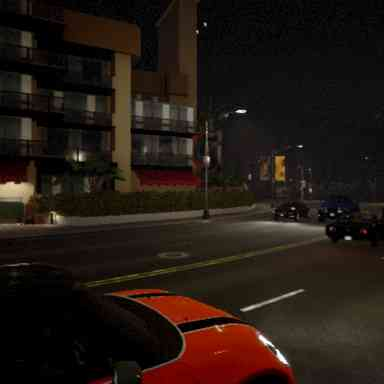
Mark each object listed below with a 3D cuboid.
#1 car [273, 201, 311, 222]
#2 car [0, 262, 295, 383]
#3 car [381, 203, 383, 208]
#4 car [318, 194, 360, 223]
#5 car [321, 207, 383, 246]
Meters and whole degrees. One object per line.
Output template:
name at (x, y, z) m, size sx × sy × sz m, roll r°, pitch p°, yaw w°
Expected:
car at (8.098, 1.498, 26.773) m, size 1.837 × 1.490 × 4.892 m, roll 0°, pitch 0°, yaw 35°
car at (-1.289, 1.349, 2.381) m, size 4.553 × 1.767 × 2.097 m, roll 0°, pitch 0°, yaw -36°
car at (16.938, 1.340, 27.612) m, size 2.097 × 1.767 × 4.553 m, roll 0°, pitch 0°, yaw 30°
car at (11.148, 1.194, 25.002) m, size 2.150 × 2.045 × 5.566 m, roll 0°, pitch 0°, yaw 35°
car at (7.893, 1.594, 15.265) m, size 1.895 × 1.301 × 4.718 m, roll 0°, pitch 0°, yaw 42°
